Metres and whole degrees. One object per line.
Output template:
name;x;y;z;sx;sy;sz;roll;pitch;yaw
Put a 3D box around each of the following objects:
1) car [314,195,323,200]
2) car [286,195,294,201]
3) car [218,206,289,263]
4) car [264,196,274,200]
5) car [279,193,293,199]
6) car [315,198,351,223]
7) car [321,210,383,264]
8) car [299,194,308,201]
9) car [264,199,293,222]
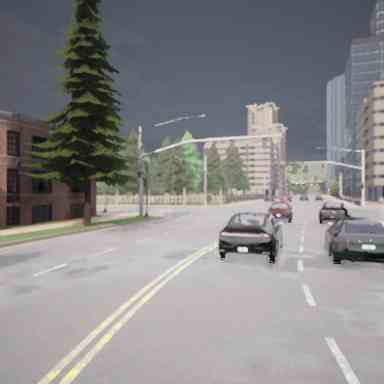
car;30.931;1.568;81.160;1.895;1.301;4.718;0;0;20
car;25.711;1.557;87.339;1.895;1.301;4.718;0;0;20
car;2.258;1.489;12.138;2.128;1.511;4.902;0;0;18
car;17.132;1.534;73.792;1.994;1.385;4.181;0;0;20
car;20.416;1.206;72.582;2.150;2.045;5.566;0;0;20
car;10.516;1.485;24.458;2.128;1.511;4.902;0;0;27
car;5.745;1.561;11.530;1.994;1.385;4.181;0;0;18
car;27.967;1.527;83.263;1.994;1.385;4.181;0;0;20
car;6.880;1.519;26.124;1.812;1.442;4.674;0;0;17
